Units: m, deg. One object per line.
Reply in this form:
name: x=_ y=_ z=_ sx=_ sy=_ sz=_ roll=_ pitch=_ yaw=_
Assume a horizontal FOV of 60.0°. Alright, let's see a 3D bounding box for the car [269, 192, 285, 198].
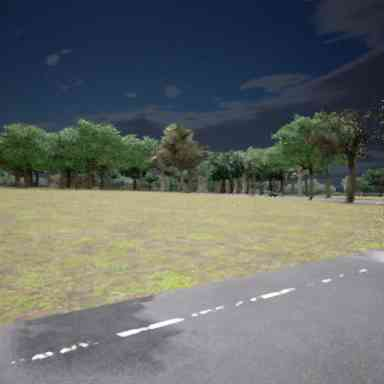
car: x=22.904 y=0.778 z=89.517 sx=1.837 sy=1.490 sz=4.892 roll=0 pitch=2 yaw=-31
